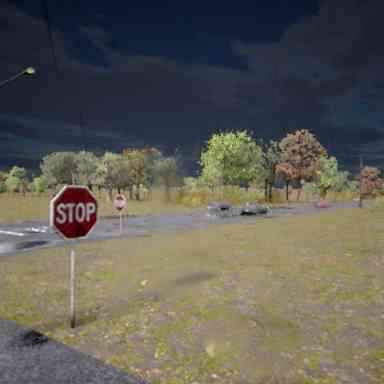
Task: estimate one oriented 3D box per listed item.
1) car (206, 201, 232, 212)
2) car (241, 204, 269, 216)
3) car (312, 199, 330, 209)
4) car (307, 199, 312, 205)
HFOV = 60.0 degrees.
[{"bbox_3d":[3.725,1.995,45.872,2.128,1.511,4.902,1,1,36],"label":"car"},{"bbox_3d":[7.384,2.056,38.980,1.994,1.385,4.181,1,0,36],"label":"car"},{"bbox_3d":[24.782,2.403,63.044,1.994,1.385,4.181,1,0,36],"label":"car"},{"bbox_3d":[29.818,2.445,81.952,1.882,1.535,5.008,1,0,36],"label":"car"}]
